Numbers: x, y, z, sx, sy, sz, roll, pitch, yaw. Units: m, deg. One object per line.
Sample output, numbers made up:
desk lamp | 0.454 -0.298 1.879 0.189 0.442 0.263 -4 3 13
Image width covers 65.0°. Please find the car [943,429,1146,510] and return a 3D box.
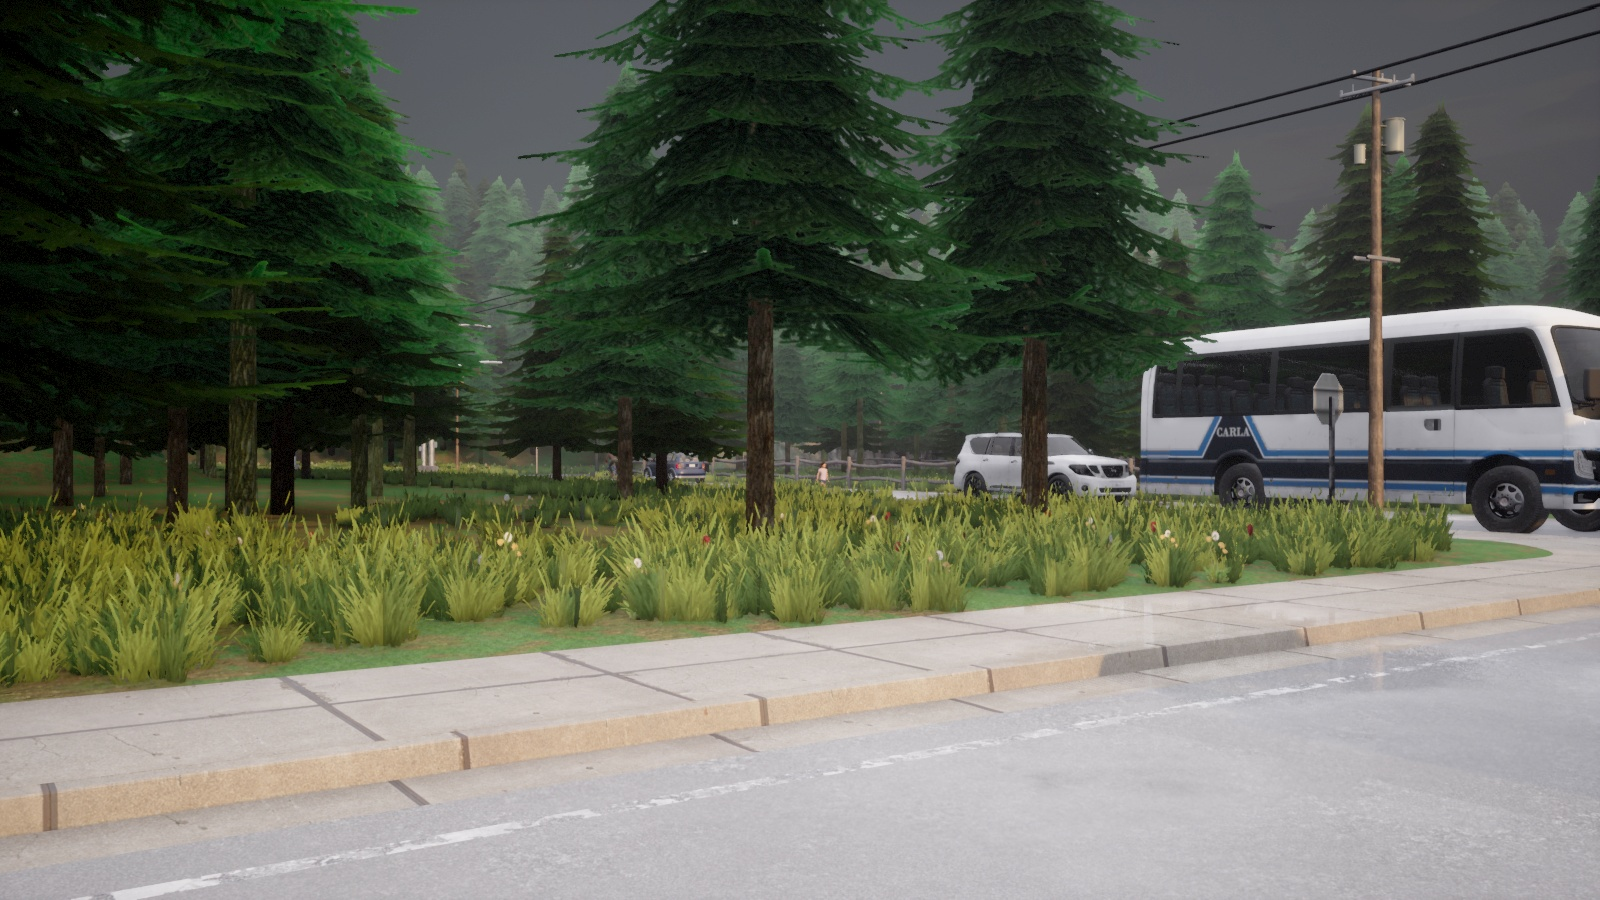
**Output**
car | 6.549 0.499 34.367 2.150 2.045 5.566 0 0 -33

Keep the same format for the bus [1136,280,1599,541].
bus | 12.126 -0.630 25.570 3.944 4.253 10.273 0 0 -32

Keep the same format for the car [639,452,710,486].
car | -5.964 0.855 59.444 1.789 1.549 3.705 0 0 -34

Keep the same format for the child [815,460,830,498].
child | 0.659 0.837 36.538 0.255 1.110 0.394 0 0 -41
